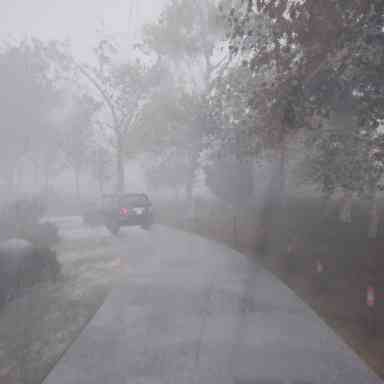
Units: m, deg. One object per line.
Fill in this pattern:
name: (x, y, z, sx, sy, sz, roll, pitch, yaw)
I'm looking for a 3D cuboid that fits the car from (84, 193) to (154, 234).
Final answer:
car: (-4.201, 1.075, 18.712, 2.150, 2.045, 5.566, -3, 2, -36)
